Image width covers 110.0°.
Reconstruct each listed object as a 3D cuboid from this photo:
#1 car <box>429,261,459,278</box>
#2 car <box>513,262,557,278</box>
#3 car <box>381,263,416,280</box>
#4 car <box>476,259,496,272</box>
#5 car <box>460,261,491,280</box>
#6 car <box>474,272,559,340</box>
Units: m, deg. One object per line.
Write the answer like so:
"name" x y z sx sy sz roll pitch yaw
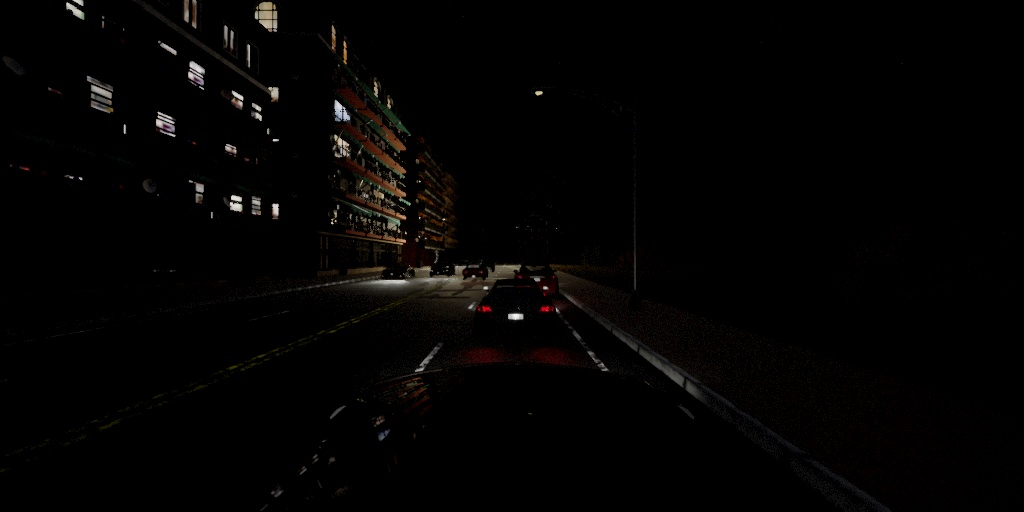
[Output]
"car" -6.579 1.257 34.298 1.837 1.490 4.892 0 0 0
"car" 1.148 1.103 18.556 2.097 1.767 4.553 0 0 0
"car" -9.831 1.316 31.278 1.994 1.385 4.181 0 0 0
"car" -3.120 1.256 45.371 1.837 1.490 4.892 0 0 0
"car" -3.131 1.353 31.530 1.895 1.301 4.718 0 0 0
"car" 0.100 1.315 9.976 1.994 1.385 4.181 0 0 0
